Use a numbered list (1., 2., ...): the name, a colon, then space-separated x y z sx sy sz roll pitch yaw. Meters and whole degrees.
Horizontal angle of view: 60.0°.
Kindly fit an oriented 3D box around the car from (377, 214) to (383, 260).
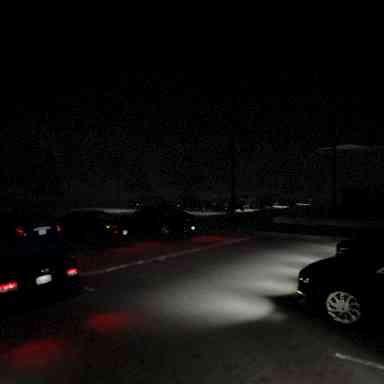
1. car: 8.994 1.545 10.472 5.357 1.411 2.033 0 0 36

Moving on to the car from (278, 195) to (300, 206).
1. car: 15.482 1.582 54.080 1.994 1.385 4.181 0 0 35

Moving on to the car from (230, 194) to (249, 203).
1. car: 10.028 1.388 70.085 2.097 1.767 4.553 0 0 37

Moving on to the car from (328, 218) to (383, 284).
1. car: 6.067 1.525 8.263 4.674 1.442 1.812 0 0 36

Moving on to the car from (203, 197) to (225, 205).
1. car: 4.117 1.634 62.096 1.895 1.301 4.718 0 0 36

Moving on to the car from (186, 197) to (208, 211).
1. car: 1.690 1.624 41.009 1.895 1.301 4.718 0 0 36

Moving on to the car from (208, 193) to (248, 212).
1. car: 4.274 1.371 38.609 2.097 1.767 4.553 0 0 36

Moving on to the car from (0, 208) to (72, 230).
1. car: -6.935 1.364 11.909 4.553 1.767 2.097 0 0 23

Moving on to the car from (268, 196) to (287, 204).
1. car: 17.415 1.548 67.906 1.812 1.442 4.674 0 0 41

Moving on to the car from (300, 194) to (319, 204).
1. car: 22.175 1.369 62.627 2.097 1.767 4.553 0 0 40

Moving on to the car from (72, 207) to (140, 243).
1. car: -4.976 1.539 15.024 4.674 1.442 1.812 0 0 23

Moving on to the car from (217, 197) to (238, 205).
1. car: 6.353 1.593 59.288 1.994 1.385 4.181 0 0 36

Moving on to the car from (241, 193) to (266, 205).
1. car: 11.107 1.247 59.874 2.150 2.045 5.566 0 0 36

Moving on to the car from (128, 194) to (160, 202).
1. car: -6.641 1.256 47.412 2.150 2.045 5.566 0 0 35

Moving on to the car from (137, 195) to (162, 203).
1. car: -4.456 1.522 44.450 2.128 1.511 4.902 0 0 36

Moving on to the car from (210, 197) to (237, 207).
1. car: 4.923 1.504 51.423 1.882 1.535 5.008 0 0 36

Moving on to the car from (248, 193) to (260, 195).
1. car: 7.416 1.244 48.913 2.150 2.045 5.566 0 0 37

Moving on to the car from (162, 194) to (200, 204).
1. car: -0.953 1.248 43.331 2.150 2.045 5.566 0 0 35

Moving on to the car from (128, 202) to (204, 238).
1. car: -2.107 1.519 17.632 4.892 1.490 1.837 1 0 27

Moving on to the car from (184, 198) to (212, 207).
1. car: 0.987 1.631 51.954 1.895 1.301 4.718 0 0 36

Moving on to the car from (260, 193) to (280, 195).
1. car: 13.730 1.243 57.573 2.150 2.045 5.566 0 0 36

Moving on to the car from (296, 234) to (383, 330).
1. car: 4.187 1.503 5.303 4.892 1.490 1.837 -1 0 36

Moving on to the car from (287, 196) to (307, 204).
1. car: 21.056 1.573 66.625 4.181 1.385 1.994 0 0 -45

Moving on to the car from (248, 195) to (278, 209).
1. car: 9.636 1.510 46.016 2.128 1.511 4.902 0 0 36

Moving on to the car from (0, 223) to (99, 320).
1. car: -4.661 1.556 7.078 5.357 1.411 2.033 0 0 33

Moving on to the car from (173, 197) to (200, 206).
1. car: -0.875 1.539 55.318 1.837 1.490 4.892 0 0 36
